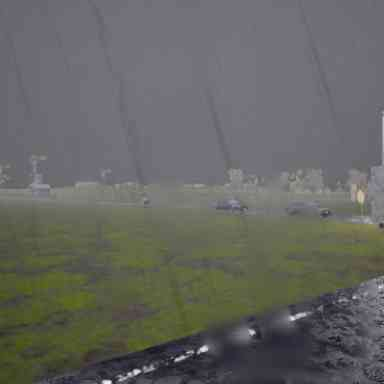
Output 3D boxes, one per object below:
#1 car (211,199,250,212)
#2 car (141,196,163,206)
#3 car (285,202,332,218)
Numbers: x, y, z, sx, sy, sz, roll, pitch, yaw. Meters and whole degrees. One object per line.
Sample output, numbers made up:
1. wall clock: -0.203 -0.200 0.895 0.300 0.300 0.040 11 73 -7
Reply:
1. car: 4.444 1.564 39.725 2.033 1.411 5.357 0 0 -35
2. car: -6.565 1.516 54.350 1.837 1.490 4.892 0 0 -38
3. car: 10.614 1.583 30.539 1.994 1.385 4.181 0 0 -33
